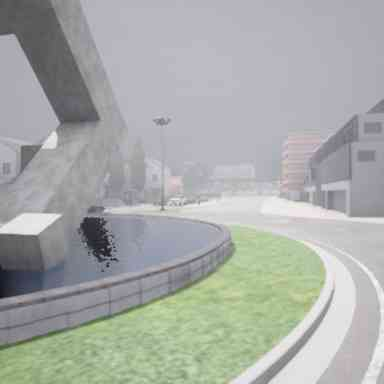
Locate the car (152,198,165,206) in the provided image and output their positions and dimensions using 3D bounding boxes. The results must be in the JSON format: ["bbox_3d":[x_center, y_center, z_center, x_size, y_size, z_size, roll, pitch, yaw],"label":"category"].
[{"bbox_3d":[-6.046,1.964,63.716,1.837,1.490,4.892,-1,-1,14],"label":"car"}]

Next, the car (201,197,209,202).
[{"bbox_3d":[3.343,2.016,87.886,1.812,1.442,4.674,-1,0,13],"label":"car"}]

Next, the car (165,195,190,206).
[{"bbox_3d":[-2.662,1.639,62.824,2.150,2.045,5.566,-1,-1,14],"label":"car"}]

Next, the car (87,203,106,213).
[{"bbox_3d":[-12.614,1.981,39.049,1.895,1.301,4.718,-1,0,37],"label":"car"}]

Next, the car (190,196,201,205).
[{"bbox_3d":[-0.224,1.988,72.943,2.033,1.411,5.357,-1,0,13],"label":"car"}]

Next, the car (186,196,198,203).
[{"bbox_3d":[0.028,1.891,89.078,2.097,1.767,4.553,-1,0,13],"label":"car"}]
